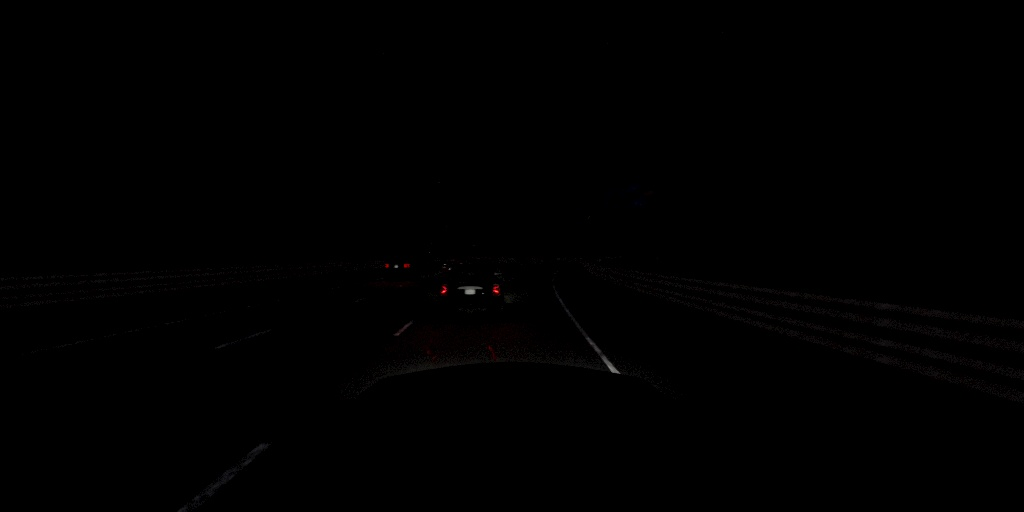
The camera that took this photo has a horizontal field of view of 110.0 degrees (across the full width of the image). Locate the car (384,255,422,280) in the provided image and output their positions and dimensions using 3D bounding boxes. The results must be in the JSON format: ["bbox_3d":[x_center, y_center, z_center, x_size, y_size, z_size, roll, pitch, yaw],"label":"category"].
[{"bbox_3d":[-9.324,0.928,31.005,2.150,2.045,5.566,0,0,-3],"label":"car"}]

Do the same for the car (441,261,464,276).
[{"bbox_3d":[-6.235,1.280,37.906,1.994,1.385,4.181,0,0,-3],"label":"car"}]

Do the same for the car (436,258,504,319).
[{"bbox_3d":[-1.375,1.091,12.852,2.097,1.767,4.553,0,0,-3],"label":"car"}]
